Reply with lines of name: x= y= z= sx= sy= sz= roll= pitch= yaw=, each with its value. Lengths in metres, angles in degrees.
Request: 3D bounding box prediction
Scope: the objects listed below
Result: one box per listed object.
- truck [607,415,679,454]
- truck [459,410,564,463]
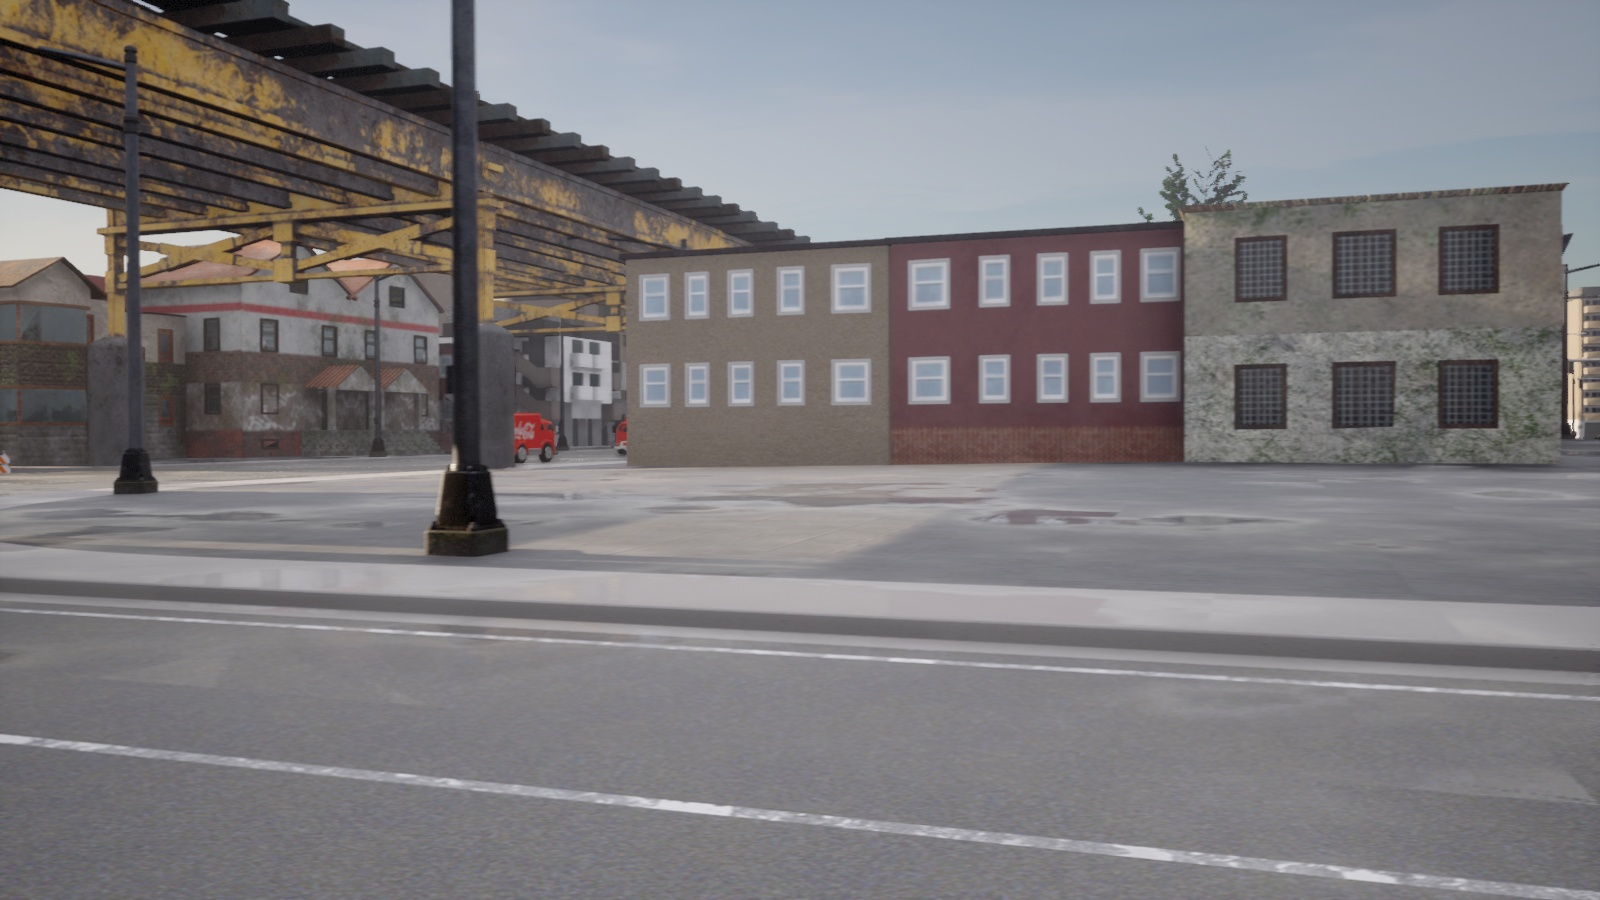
truck: x=-10.277 y=-1.008 z=82.652 sx=2.627 sy=2.467 sz=5.204 roll=1 pitch=1 yaw=20
truck: x=-14.115 y=-0.689 z=61.775 sx=2.627 sy=2.467 sz=5.204 roll=1 pitch=1 yaw=20
